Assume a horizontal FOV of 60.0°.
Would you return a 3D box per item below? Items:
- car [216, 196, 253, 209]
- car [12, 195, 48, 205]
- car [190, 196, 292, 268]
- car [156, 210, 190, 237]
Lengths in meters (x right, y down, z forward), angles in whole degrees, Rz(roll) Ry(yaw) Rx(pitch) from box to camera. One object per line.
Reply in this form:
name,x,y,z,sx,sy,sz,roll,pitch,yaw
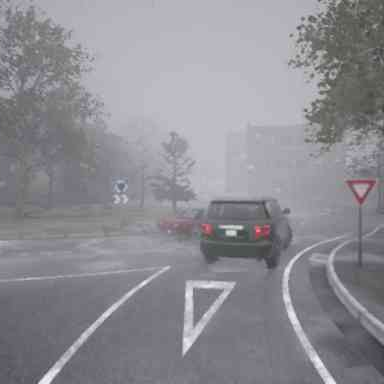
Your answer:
car,5.073,1.216,40.612,1.837,1.490,4.892,1,-1,-30
car,-23.135,1.204,47.942,4.902,1.511,2.128,0,0,-37
car,2.043,1.152,11.399,2.150,2.045,5.566,0,1,22
car,0.712,1.494,16.479,4.718,1.301,1.895,0,1,-37
